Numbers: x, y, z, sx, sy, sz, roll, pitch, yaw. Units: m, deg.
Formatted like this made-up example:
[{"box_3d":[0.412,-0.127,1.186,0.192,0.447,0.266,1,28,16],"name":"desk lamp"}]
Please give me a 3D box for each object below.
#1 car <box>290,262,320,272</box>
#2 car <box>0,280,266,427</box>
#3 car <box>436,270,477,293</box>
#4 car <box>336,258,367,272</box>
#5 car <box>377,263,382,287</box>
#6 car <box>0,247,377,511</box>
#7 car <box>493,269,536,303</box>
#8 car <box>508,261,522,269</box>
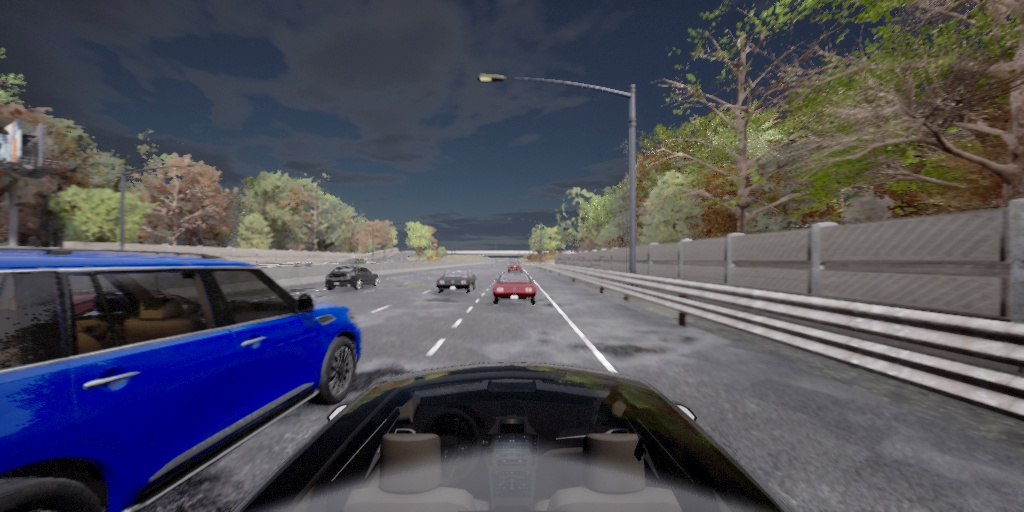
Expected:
[{"box_3d":[-31.103,1.676,54.020,1.994,1.385,4.181,0,-1,1],"name":"car"},{"box_3d":[-6.866,1.293,6.308,1.812,1.442,4.674,0,0,0],"name":"car"},{"box_3d":[-3.236,1.503,22.005,1.895,1.301,4.718,0,0,0],"name":"car"},{"box_3d":[-24.101,1.355,54.114,2.150,2.045,5.566,0,-1,1],"name":"car"},{"box_3d":[-10.229,1.399,23.349,1.837,1.490,4.892,0,0,0],"name":"car"},{"box_3d":[-3.391,0.974,3.176,2.150,2.045,5.566,0,0,0],"name":"car"},{"box_3d":[0.123,1.475,17.383,1.895,1.301,4.718,0,0,0],"name":"car"},{"box_3d":[0.421,1.552,53.932,2.097,1.767,4.553,0,-1,0],"name":"car"}]
